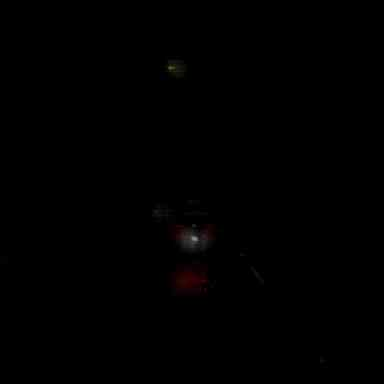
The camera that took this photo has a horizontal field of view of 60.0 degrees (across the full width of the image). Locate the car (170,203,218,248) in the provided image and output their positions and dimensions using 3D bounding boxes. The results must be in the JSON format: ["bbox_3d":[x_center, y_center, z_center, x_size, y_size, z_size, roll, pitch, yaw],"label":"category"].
[{"bbox_3d":[0.087,1.449,14.457,1.837,1.490,4.892,0,0,0],"label":"car"}]

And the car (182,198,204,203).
[{"bbox_3d":[0.093,1.303,31.182,1.882,1.535,5.008,0,0,0],"label":"car"}]

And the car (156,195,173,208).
[{"bbox_3d":[-3.586,1.195,43.793,1.882,1.535,5.008,0,1,0],"label":"car"}]
